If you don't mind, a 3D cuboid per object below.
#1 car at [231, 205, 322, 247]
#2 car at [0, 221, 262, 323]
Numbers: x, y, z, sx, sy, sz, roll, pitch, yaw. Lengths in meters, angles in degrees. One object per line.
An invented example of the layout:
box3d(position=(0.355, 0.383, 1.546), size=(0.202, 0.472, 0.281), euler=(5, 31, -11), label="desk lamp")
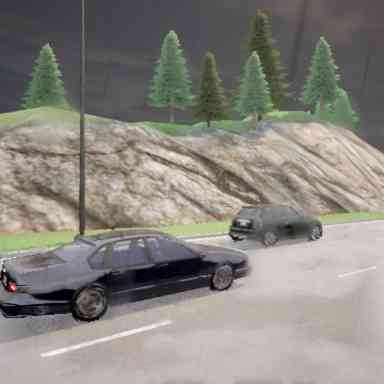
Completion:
box3d(position=(3.878, 1.351, 15.133), size=(4.553, 1.767, 2.097), euler=(0, 0, -35), label="car")
box3d(position=(-1.161, 1.547, 7.205), size=(5.357, 1.411, 2.033), euler=(0, 0, -36), label="car")
